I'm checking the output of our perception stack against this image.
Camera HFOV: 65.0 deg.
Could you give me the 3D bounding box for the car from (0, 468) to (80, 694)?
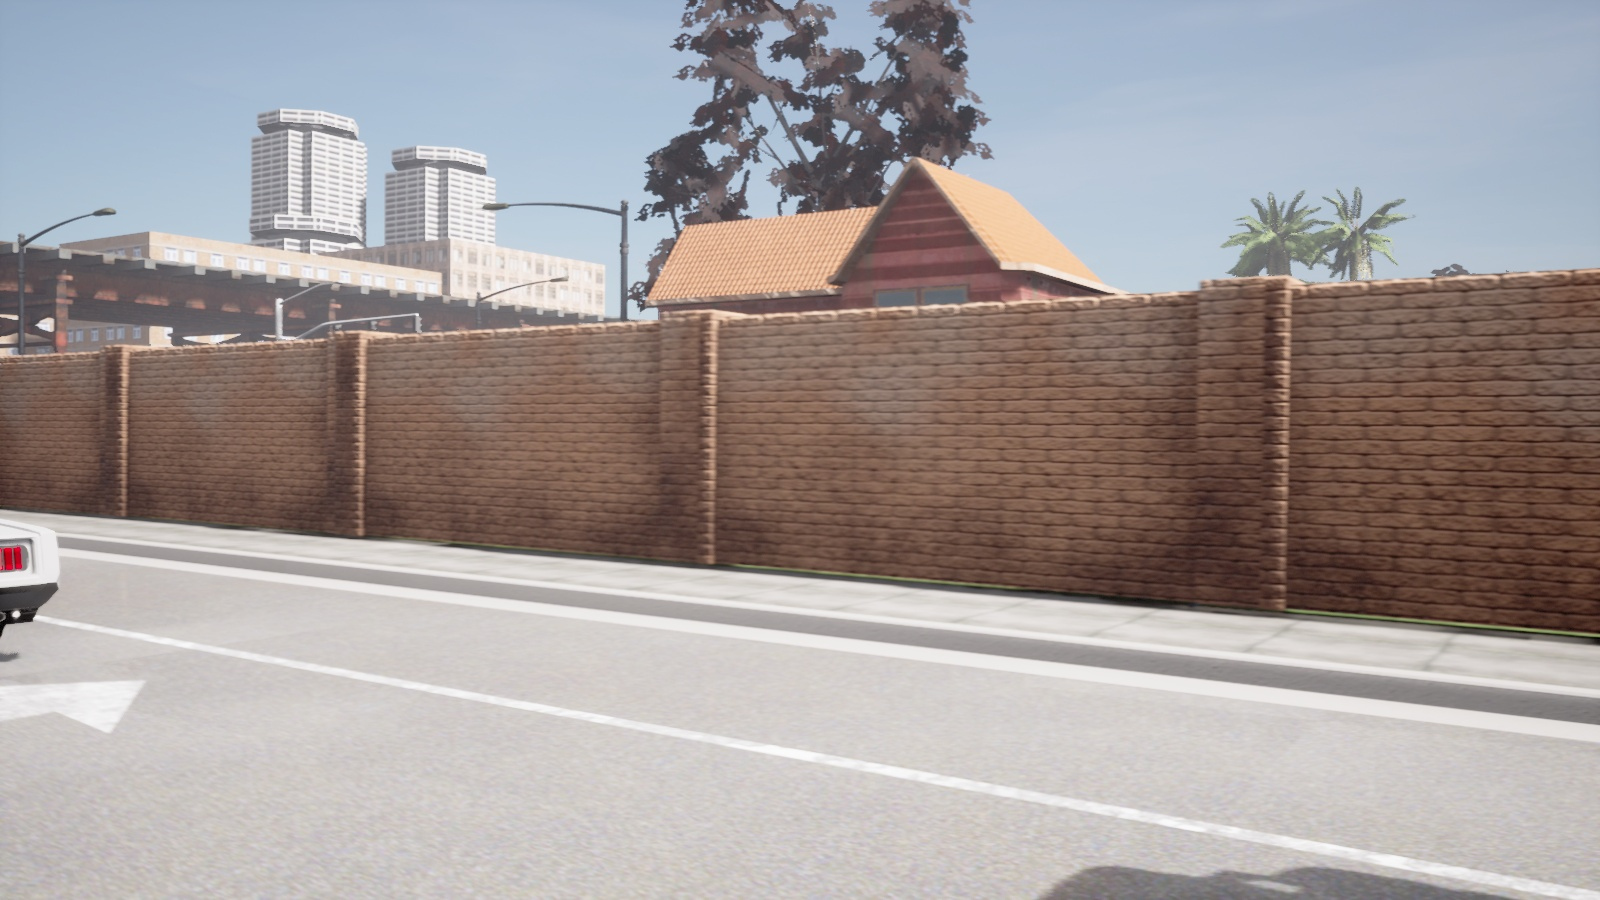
[{"bbox_3d":[-6.917,0.782,8.221,4.718,1.301,1.895,0,1,34],"label":"car"}]
